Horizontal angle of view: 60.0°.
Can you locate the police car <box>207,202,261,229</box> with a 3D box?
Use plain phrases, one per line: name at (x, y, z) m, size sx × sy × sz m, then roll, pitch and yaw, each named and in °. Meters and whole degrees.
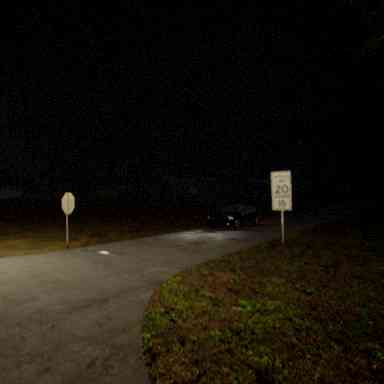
police car at (2.799, 1.473, 21.800) m, size 1.930 × 1.638 × 5.238 m, roll -3°, pitch -2°, yaw 35°
